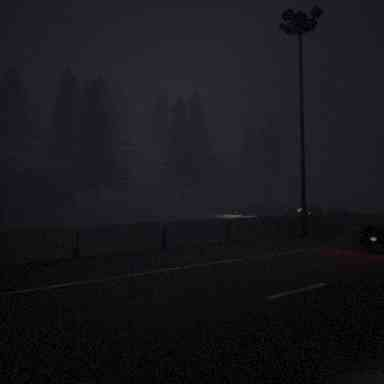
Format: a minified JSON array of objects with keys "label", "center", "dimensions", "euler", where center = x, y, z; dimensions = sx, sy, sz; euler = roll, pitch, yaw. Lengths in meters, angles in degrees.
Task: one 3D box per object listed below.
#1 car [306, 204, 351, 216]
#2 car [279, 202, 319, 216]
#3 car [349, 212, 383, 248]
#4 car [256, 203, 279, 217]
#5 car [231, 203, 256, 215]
[{"label":"car","center":[12.614,1.994,30.195],"dimensions":[4.718,1.301,1.895],"euler":[1,-1,-35]},{"label":"car","center":[11.355,1.763,33.592],"dimensions":[4.553,1.767,2.097],"euler":[1,-1,-35]},{"label":"car","center":[9.080,1.711,14.528],"dimensions":[4.674,1.442,1.812],"euler":[1,-1,-35]},{"label":"car","center":[9.480,1.979,36.554],"dimensions":[4.181,1.385,1.994],"euler":[1,-1,-35]},{"label":"car","center":[7.101,1.954,39.160],"dimensions":[5.357,1.411,2.033],"euler":[1,-1,-35]}]
